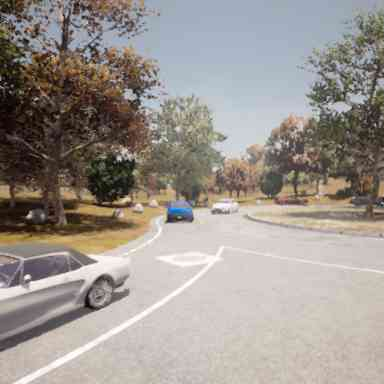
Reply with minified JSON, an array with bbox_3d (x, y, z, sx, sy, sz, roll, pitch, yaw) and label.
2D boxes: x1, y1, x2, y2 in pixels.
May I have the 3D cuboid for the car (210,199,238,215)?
[{"bbox_3d":[3.280,1.421,33.273,1.812,1.442,4.674,-1,0,22],"label":"car"}]

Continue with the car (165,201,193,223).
[{"bbox_3d":[-0.965,1.425,24.980,1.882,1.535,5.008,-1,0,-3],"label":"car"}]

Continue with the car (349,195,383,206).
[{"bbox_3d":[23.784,1.206,44.688,4.902,1.511,2.128,0,0,13],"label":"car"}]

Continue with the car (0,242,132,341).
[{"bbox_3d":[-3.157,1.619,5.578,1.895,1.301,4.718,-1,-1,27],"label":"car"}]

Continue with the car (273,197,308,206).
[{"bbox_3d":[14.058,1.311,47.458,4.718,1.301,1.895,-1,0,-14],"label":"car"}]
